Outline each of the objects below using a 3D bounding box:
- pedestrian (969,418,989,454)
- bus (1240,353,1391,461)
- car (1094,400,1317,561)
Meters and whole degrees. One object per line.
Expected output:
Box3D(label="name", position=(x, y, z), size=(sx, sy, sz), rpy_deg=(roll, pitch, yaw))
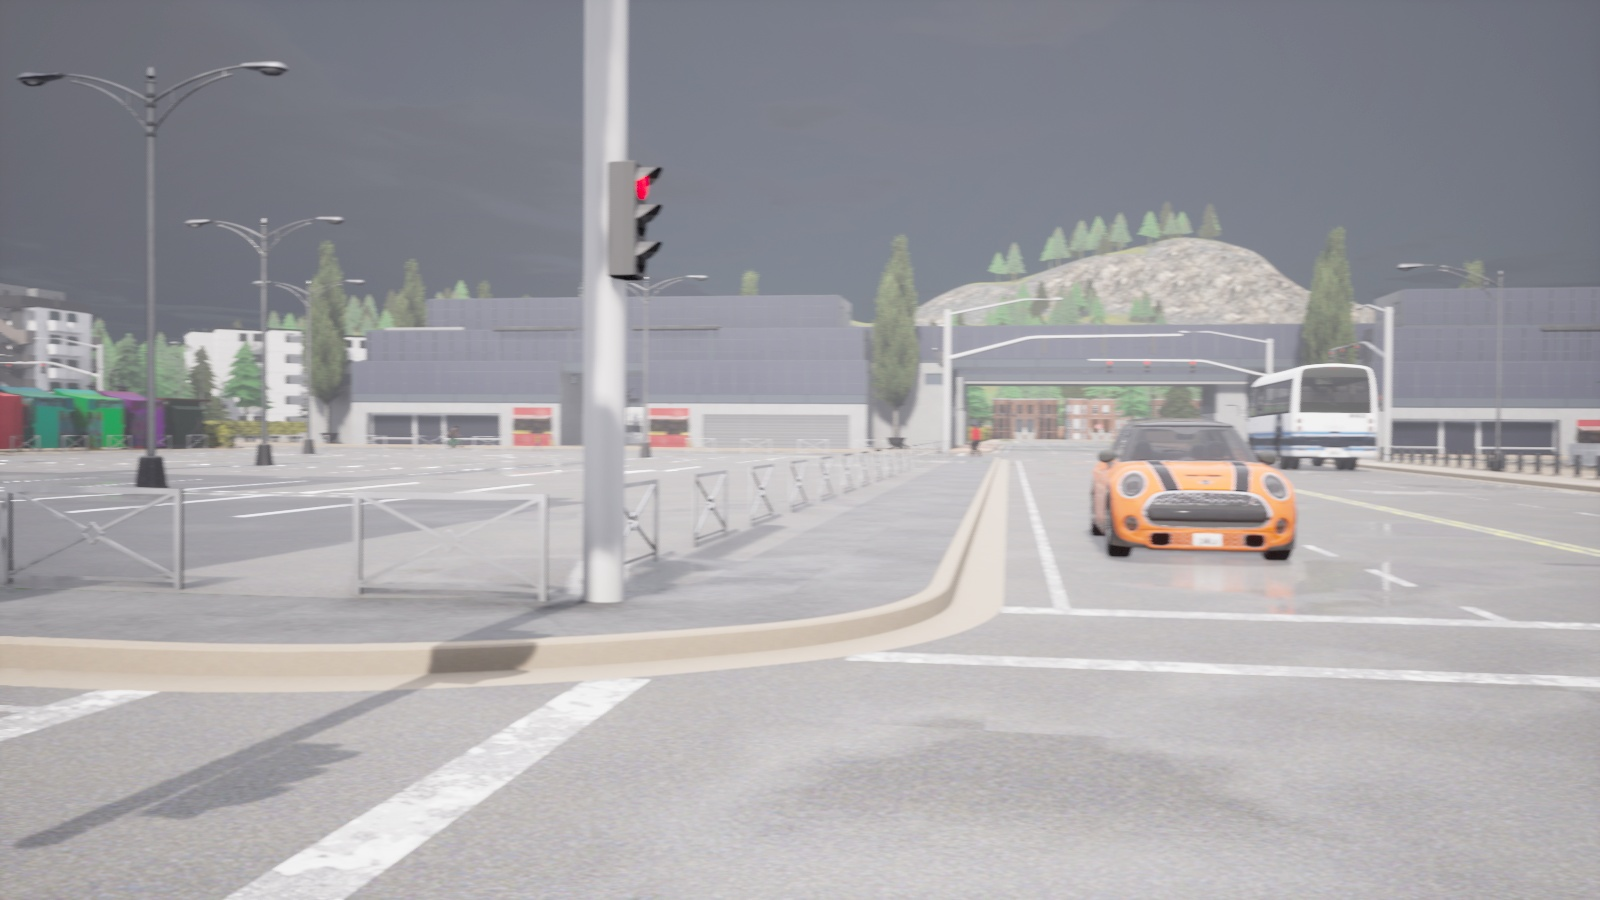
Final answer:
Box3D(label="pedestrian", position=(9.403, -0.741, 65.939), size=(0.634, 1.844, 0.899), rpy_deg=(-1, 1, -23))
Box3D(label="bus", position=(22.218, -1.733, 54.906), size=(3.944, 4.253, 10.273), rpy_deg=(0, 0, 10))
Box3D(label="car", position=(5.036, 0.306, 16.243), size=(2.097, 1.767, 4.553), rpy_deg=(0, 1, 10))
